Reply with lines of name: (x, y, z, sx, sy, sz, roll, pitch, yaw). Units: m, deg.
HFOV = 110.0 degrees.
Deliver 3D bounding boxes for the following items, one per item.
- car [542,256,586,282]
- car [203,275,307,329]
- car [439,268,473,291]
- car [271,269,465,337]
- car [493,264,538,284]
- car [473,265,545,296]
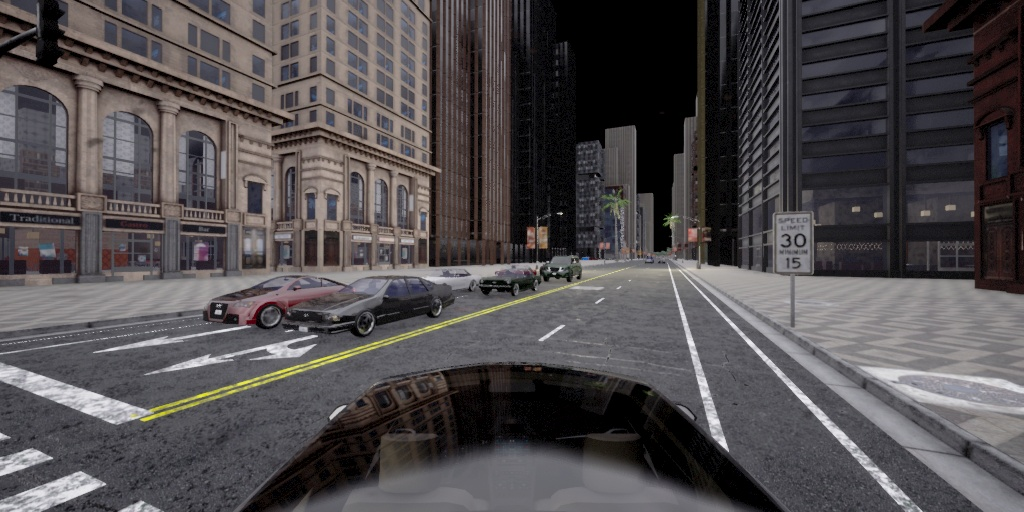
car: (4.237, 0.986, 29.363, 2.150, 2.045, 5.566, 0, 0, 23)
car: (-7.026, 1.316, 11.372, 1.994, 1.385, 4.181, 0, 0, 23)
car: (-3.574, 1.357, 19.425, 1.895, 1.301, 4.718, 0, 0, 23)
car: (-3.771, 1.299, 10.725, 2.033, 1.411, 5.357, 0, 0, 23)
car: (0.359, 1.364, 28.577, 1.895, 1.301, 4.718, 0, 0, 23)
car: (0.013, 1.357, 19.536, 1.895, 1.301, 4.718, 0, 0, 23)
